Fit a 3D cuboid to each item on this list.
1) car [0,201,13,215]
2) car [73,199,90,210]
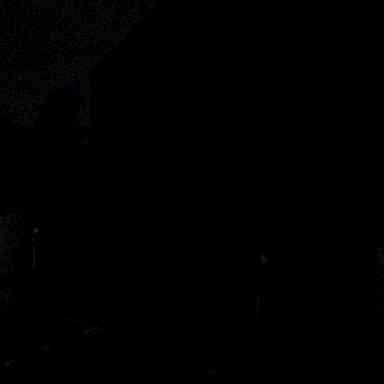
[{"bbox_3d":[-19.095,1.423,30.710,1.812,1.442,4.674,1,1,34],"label":"car"},{"bbox_3d":[-12.140,1.383,40.379,1.812,1.442,4.674,1,1,36],"label":"car"}]
